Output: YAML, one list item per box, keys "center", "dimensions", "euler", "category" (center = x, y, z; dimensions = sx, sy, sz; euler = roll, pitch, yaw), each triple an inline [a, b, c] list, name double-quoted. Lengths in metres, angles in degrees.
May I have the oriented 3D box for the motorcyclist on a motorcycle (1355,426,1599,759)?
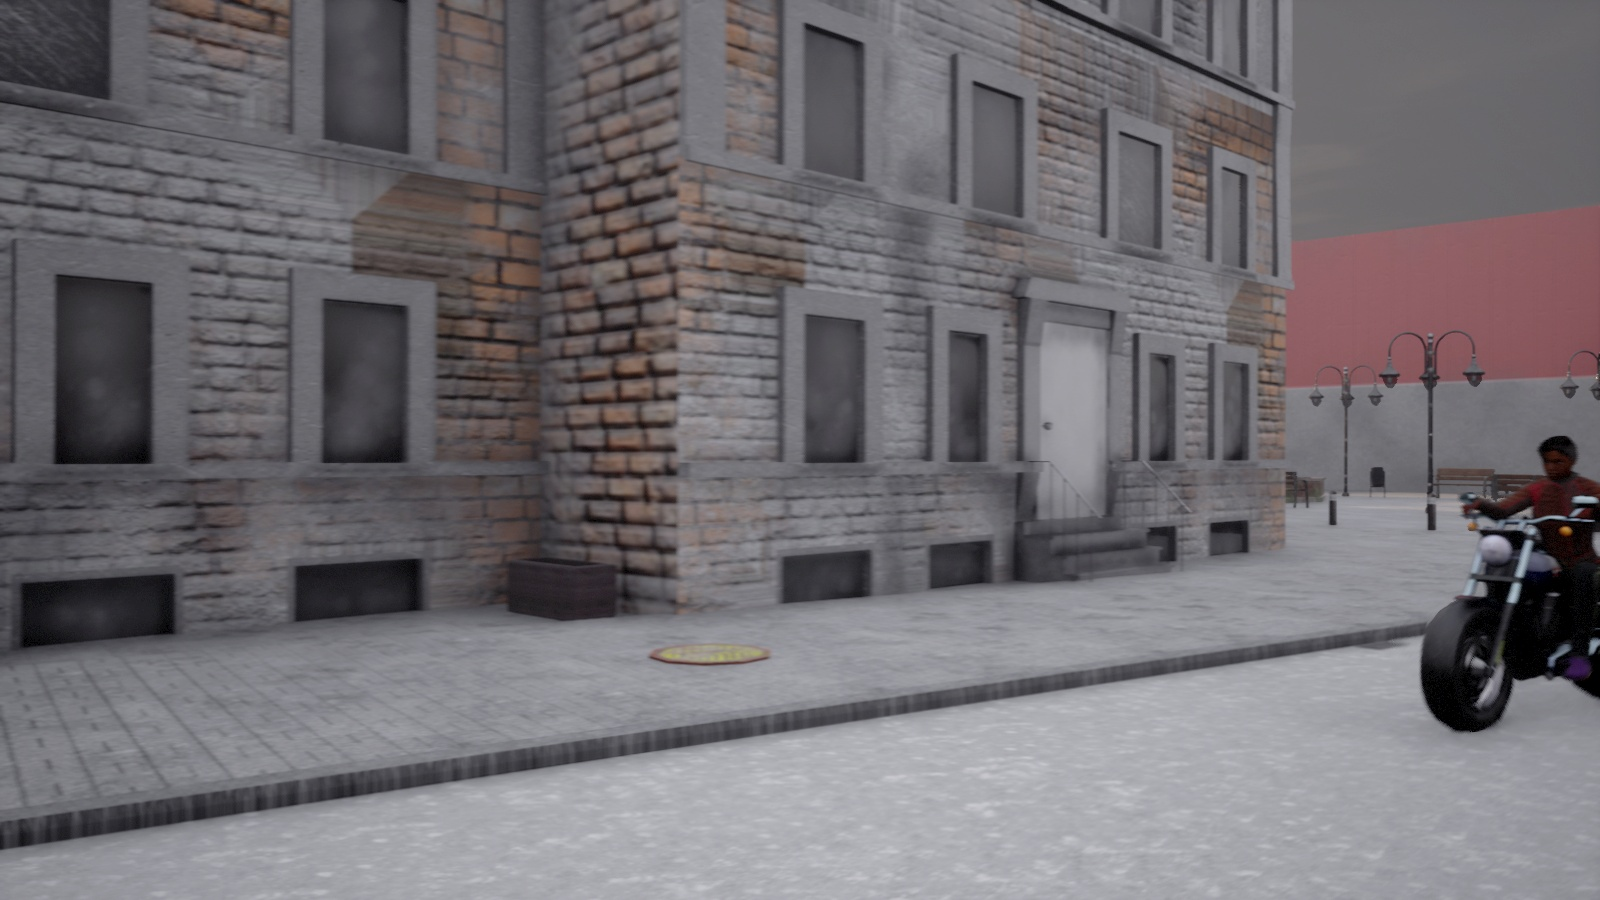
- center: [4.214, 0.704, 7.202]
  dimensions: [2.350, 1.649, 0.766]
  euler: [0, 0, -35]
  category: "motorcyclist on a motorcycle"
